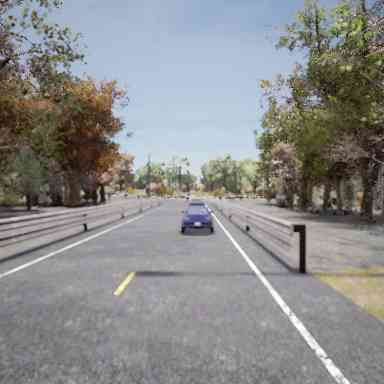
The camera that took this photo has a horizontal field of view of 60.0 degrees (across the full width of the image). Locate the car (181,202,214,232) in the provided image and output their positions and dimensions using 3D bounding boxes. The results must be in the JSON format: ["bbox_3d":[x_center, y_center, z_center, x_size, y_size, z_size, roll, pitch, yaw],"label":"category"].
[{"bbox_3d":[0.329,1.566,20.238,1.812,1.442,4.674,0,0,1],"label":"car"}]

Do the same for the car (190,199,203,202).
[{"bbox_3d":[0.538,1.578,38.294,1.837,1.490,4.892,0,0,1],"label":"car"}]
